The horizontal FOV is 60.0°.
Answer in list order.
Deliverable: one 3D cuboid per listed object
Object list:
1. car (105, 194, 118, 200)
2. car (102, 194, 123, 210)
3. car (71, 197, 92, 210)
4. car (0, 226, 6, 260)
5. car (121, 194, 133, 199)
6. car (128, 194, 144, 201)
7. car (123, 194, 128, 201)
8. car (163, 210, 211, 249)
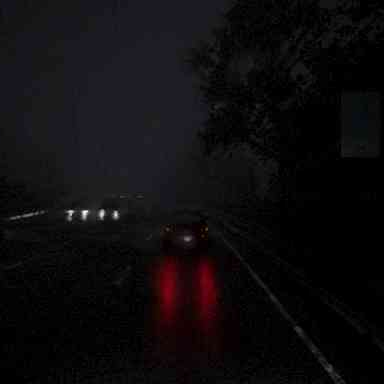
[{"bbox_3d":[-19.820,1.113,81.887,2.033,1.411,5.357,0,0,-28],"label":"car"},{"bbox_3d":[-9.893,1.317,40.855,1.882,1.535,5.008,0,0,-10],"label":"car"},{"bbox_3d":[-13.328,1.316,40.178,1.882,1.535,5.008,0,0,-9],"label":"car"},{"bbox_3d":[-7.206,1.337,9.131,2.097,1.767,4.553,0,0,-1],"label":"car"},{"bbox_3d":[-16.161,1.097,82.402,1.994,1.385,4.181,0,0,-28],"label":"car"},{"bbox_3d":[-11.914,1.215,72.905,2.128,1.511,4.902,0,0,-24],"label":"car"},{"bbox_3d":[-15.567,1.211,72.582,2.128,1.511,4.902,0,0,-24],"label":"car"},{"bbox_3d":[-0.244,1.493,14.284,1.812,1.442,4.674,0,0,-2],"label":"car"}]
